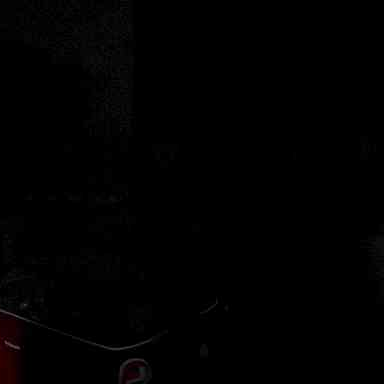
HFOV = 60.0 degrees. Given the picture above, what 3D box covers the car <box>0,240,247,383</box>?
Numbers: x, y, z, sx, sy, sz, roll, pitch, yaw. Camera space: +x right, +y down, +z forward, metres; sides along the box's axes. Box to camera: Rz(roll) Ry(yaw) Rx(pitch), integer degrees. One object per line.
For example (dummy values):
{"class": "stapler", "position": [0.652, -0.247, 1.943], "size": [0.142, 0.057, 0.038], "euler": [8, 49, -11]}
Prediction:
{"class": "car", "position": [-1.519, 1.440, 4.027], "size": [4.097, 1.590, 1.967], "euler": [0, 0, 35]}
